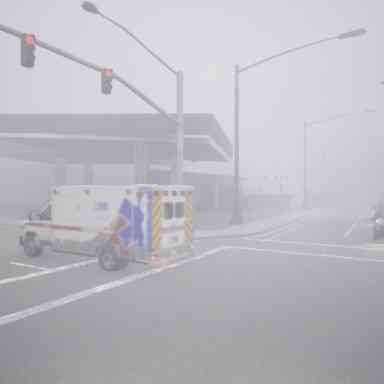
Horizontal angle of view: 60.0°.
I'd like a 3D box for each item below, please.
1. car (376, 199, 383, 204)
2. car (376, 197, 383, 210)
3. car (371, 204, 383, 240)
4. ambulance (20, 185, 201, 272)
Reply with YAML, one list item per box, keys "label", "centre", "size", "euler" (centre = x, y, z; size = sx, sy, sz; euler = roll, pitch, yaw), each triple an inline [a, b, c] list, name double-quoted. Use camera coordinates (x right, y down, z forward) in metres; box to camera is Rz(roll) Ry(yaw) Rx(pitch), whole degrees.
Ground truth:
- label: "car"
  centre: [14.968, 1.504, 25.259]
  size: [1.837, 1.490, 4.892]
  euler: [0, 0, 30]
- label: "car"
  centre: [25.100, 1.490, 42.977]
  size: [2.128, 1.511, 4.902]
  euler: [0, 0, 30]
- label: "car"
  centre: [10.116, 1.547, 16.657]
  size: [2.033, 1.411, 5.357]
  euler: [0, 0, 29]
- label: "ambulance"
  centre: [-2.991, 1.031, 10.942]
  size: [6.366, 2.431, 2.351]
  euler: [0, 0, 31]
